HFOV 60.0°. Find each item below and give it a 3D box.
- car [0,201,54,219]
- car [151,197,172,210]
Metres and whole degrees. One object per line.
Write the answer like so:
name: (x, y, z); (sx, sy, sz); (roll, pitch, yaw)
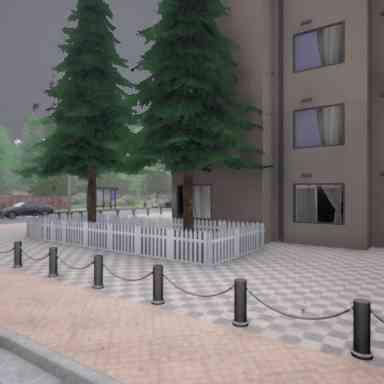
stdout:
car: (-14.321, 1.509, 28.704); (1.812, 1.442, 4.674); (0, 0, 37)
car: (-3.217, 1.474, 43.480); (2.128, 1.511, 4.902); (0, 0, 37)
